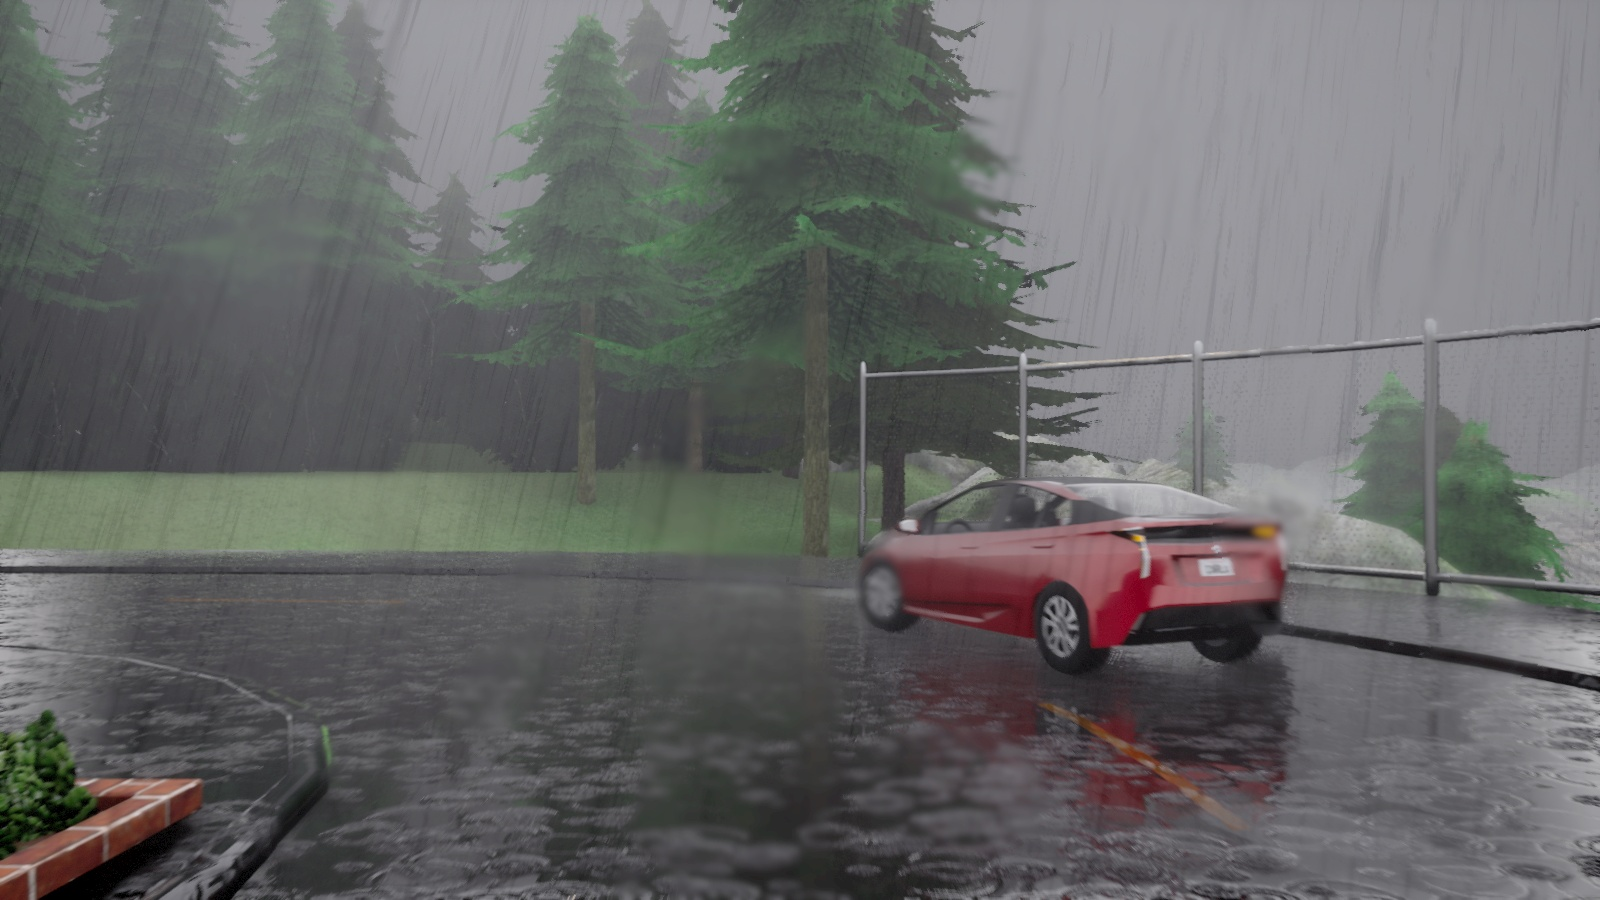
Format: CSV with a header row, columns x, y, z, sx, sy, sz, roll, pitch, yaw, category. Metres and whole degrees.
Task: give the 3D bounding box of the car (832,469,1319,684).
x,y,z,sx,sy,sz,roll,pitch,yaw,category
2.186,0.946,11.431,2.007,1.525,4.514,0,-1,-25,car
